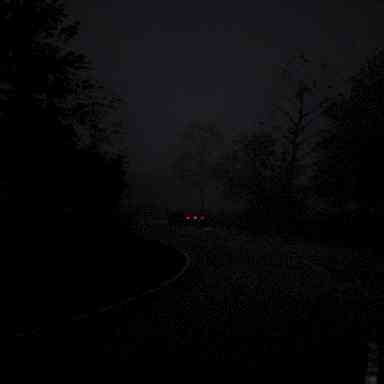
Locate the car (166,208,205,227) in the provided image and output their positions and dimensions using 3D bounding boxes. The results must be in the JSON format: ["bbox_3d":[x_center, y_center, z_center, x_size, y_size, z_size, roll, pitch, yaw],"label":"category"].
[{"bbox_3d":[-0.608,2.091,27.993,2.033,1.411,5.357,1,-1,-20],"label":"car"}]

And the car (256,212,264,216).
[{"bbox_3d":[9.762,2.572,41.525,5.357,1.411,2.033,1,-1,18],"label":"car"}]

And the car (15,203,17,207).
[{"bbox_3d":[-20.190,1.782,38.150,2.435,2.045,5.566,1,-1,-26],"label":"car"}]
